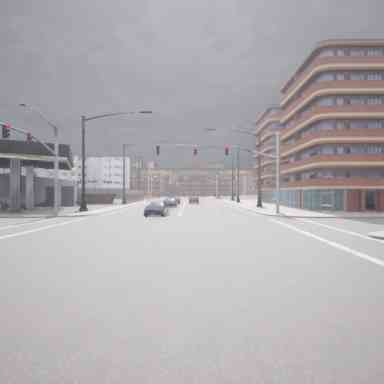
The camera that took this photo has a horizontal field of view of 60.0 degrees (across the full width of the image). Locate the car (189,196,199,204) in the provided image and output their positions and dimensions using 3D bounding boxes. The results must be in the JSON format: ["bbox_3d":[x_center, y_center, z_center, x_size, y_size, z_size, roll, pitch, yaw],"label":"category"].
[{"bbox_3d":[0.346,1.491,63.754,2.128,1.511,4.902,0,0,0],"label":"car"}]

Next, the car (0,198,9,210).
[{"bbox_3d":[-23.943,1.456,39.446,3.806,1.475,1.970,0,0,1],"label":"car"}]

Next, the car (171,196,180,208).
[{"bbox_3d":[-3.133,1.548,48.865,2.033,1.411,5.357,0,0,0],"label":"car"}]

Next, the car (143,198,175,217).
[{"bbox_3d":[-3.188,1.548,31.174,2.033,1.411,5.357,0,0,3],"label":"car"}]

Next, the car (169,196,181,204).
[{"bbox_3d":[-3.197,1.491,63.839,2.128,1.511,4.902,0,0,0],"label":"car"}]
